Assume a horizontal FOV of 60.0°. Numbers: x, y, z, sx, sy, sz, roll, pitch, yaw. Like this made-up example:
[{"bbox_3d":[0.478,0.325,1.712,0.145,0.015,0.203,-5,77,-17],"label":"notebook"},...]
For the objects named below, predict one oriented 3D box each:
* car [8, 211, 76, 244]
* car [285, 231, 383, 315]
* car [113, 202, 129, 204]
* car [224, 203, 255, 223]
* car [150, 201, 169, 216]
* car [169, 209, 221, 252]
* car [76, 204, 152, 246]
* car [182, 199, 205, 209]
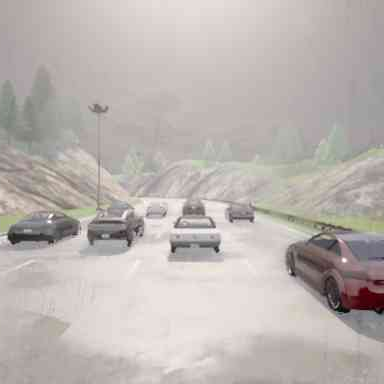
[{"bbox_3d":[-6.865,1.591,15.931,1.994,1.385,4.181,0,0,0],"label":"car"},{"bbox_3d":[3.602,1.577,7.690,1.994,1.385,4.181,0,0,0],"label":"car"},{"bbox_3d":[-6.852,1.619,32.240,1.994,1.385,4.181,0,0,0],"label":"car"},{"bbox_3d":[3.670,1.592,26.232,2.033,1.411,5.357,0,0,0],"label":"car"},{"bbox_3d":[-3.367,1.581,32.637,1.812,1.442,4.674,0,0,0],"label":"car"},{"bbox_3d":[0.122,1.625,14.019,1.895,1.301,4.718,0,0,0],"label":"car"},{"bbox_3d":[-3.369,1.518,15.449,2.128,1.511,4.902,0,0,0],"label":"car"},{"bbox_3d":[0.150,1.405,31.311,2.097,1.767,4.553,0,0,0],"label":"car"}]
